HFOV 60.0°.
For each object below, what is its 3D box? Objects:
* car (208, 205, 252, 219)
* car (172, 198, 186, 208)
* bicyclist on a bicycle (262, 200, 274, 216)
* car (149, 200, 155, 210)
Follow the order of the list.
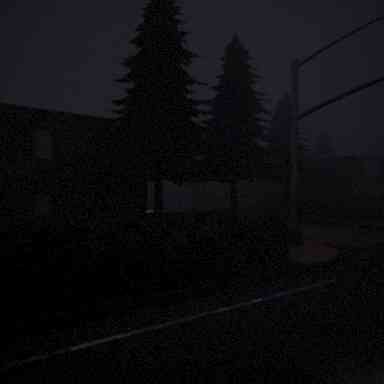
[{"bbox_3d":[2.920,1.811,27.158,1.812,1.442,4.674,0,0,-30],"label":"car"},{"bbox_3d":[-2.551,1.921,56.433,2.033,1.411,5.357,0,0,-3],"label":"car"},{"bbox_3d":[7.630,1.639,33.425,1.656,1.620,0.582,0,0,-29],"label":"bicyclist on a bicycle"},{"bbox_3d":[-5.573,1.932,50.418,1.895,1.301,4.718,0,0,-8],"label":"car"}]
